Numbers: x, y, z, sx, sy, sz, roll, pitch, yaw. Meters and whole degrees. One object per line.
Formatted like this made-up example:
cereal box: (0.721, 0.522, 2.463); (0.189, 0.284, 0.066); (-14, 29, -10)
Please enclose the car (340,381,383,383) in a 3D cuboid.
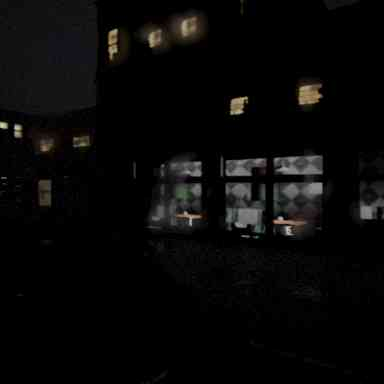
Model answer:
car: (2.637, 1.521, 0.981); (4.829, 1.417, 1.752); (0, 1, 36)
